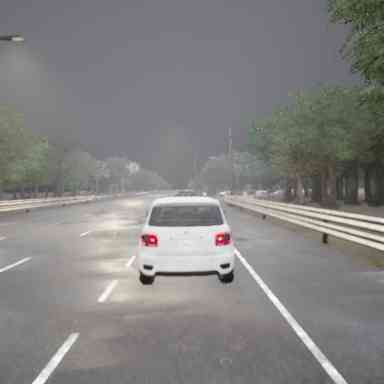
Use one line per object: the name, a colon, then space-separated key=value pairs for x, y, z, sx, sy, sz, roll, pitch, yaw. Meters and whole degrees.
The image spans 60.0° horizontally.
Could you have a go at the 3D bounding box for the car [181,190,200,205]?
car: x=-0.161 y=0.747 z=50.082 sx=2.150 sy=2.045 sz=5.566 roll=-1 pitch=0 yaw=7

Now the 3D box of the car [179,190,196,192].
car: x=-0.606 y=0.891 z=34.131 sx=2.150 sy=2.045 sz=5.566 roll=-1 pitch=1 yaw=-1

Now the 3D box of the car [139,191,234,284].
car: x=-0.159 y=1.129 z=9.482 sx=2.150 sy=2.045 sz=5.566 roll=-1 pitch=1 yaw=-1
